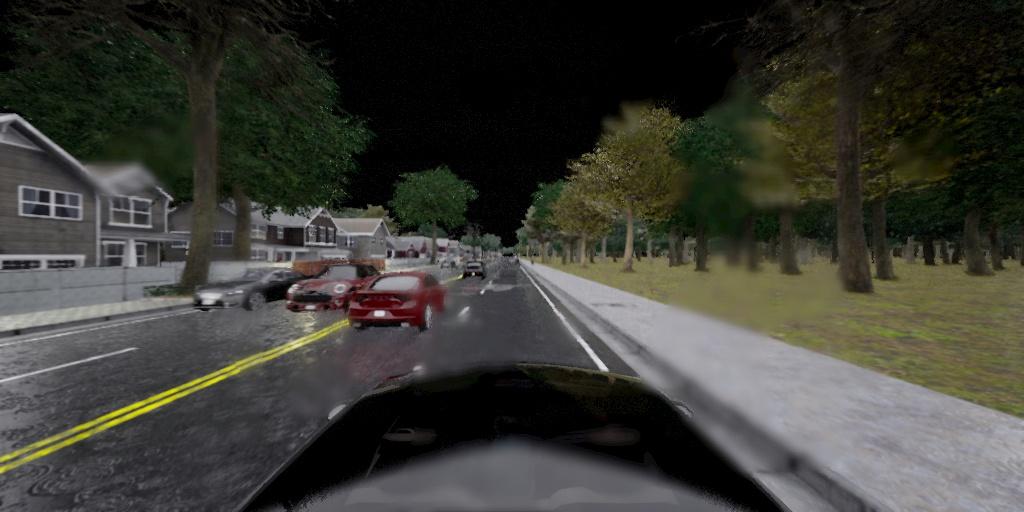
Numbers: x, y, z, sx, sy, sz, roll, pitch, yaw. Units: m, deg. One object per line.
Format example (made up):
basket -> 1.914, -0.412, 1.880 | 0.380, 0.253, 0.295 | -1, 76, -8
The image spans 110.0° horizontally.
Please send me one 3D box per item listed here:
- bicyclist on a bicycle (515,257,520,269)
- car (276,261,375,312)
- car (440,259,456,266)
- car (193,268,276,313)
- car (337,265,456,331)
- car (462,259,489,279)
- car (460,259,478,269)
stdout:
bicyclist on a bicycle -> 0.890, 1.062, 53.268 | 0.659, 1.776, 1.843 | 0, 0, 0
car -> -6.600, 1.089, 14.001 | 2.097, 1.767, 4.553 | 0, 0, 0
car -> -9.813, 1.181, 55.307 | 2.128, 1.511, 4.902 | 0, 0, 0
car -> -9.852, 1.228, 14.120 | 2.128, 1.511, 4.902 | 0, 0, 0
car -> -3.153, 1.218, 11.018 | 1.882, 1.535, 5.008 | 0, 0, 0
car -> -3.153, 1.222, 31.525 | 1.837, 1.490, 4.892 | 0, 0, 0
car -> -6.567, 1.181, 55.320 | 2.128, 1.511, 4.902 | 0, 0, 0
